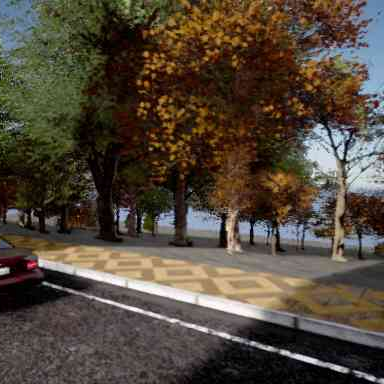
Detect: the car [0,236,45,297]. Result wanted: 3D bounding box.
[{"bbox_3d":[-5.587,1.532,7.670,5.357,1.411,2.033,0,0,35],"label":"car"}]
